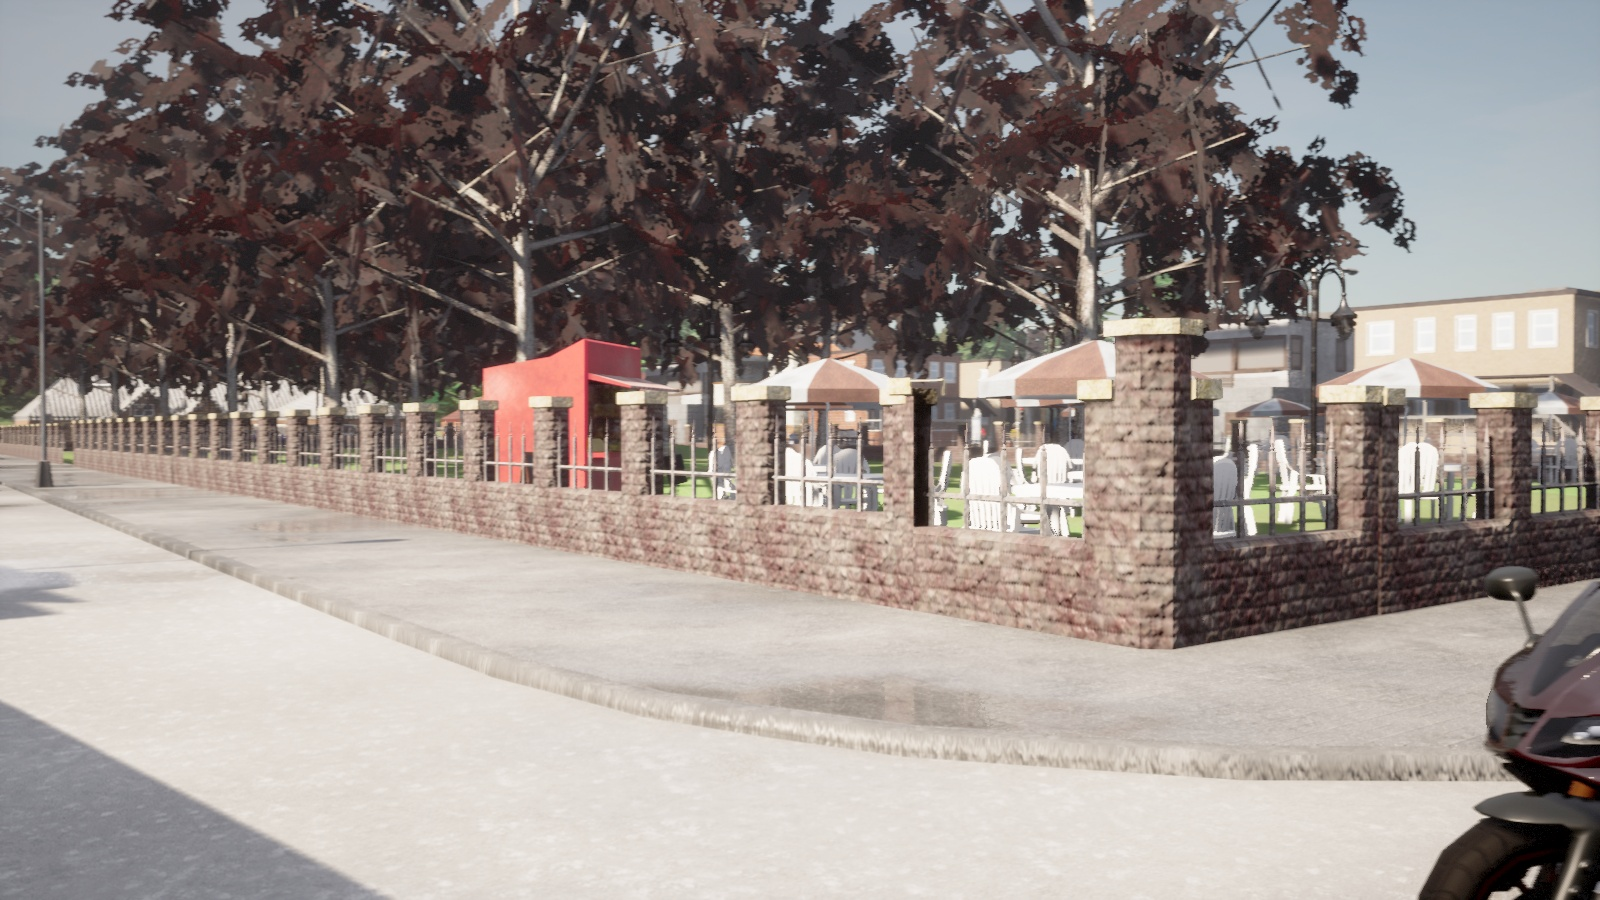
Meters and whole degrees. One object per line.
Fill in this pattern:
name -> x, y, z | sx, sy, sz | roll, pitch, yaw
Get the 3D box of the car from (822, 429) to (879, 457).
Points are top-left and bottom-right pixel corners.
car -> 2.970, -0.448, 74.808 | 2.033, 1.649, 4.856 | 0, 1, -15

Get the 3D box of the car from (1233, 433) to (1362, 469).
car -> 21.839, 0.003, 55.296 | 2.128, 1.511, 4.902 | 0, 1, -36

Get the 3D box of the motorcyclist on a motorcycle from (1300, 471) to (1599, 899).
motorcyclist on a motorcycle -> 2.529, 0.823, 3.192 | 2.191, 1.530, 0.866 | 0, -1, -8
